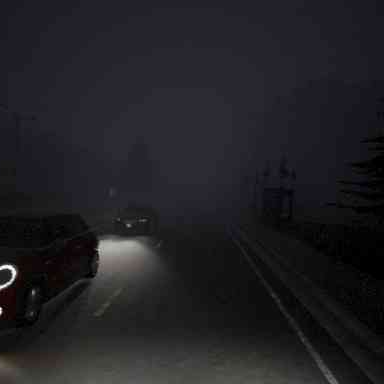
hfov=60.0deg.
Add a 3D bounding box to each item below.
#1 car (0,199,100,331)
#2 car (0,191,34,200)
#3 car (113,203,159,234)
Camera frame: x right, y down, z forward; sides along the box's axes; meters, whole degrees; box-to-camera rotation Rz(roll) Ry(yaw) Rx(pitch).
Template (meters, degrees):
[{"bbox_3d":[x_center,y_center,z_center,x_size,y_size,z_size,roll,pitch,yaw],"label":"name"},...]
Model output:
[{"bbox_3d":[-3.454,1.195,6.713,2.097,1.767,4.553,3,0,2],"label":"car"},{"bbox_3d":[-16.458,0.625,31.157,1.845,1.501,3.633,3,0,2],"label":"car"},{"bbox_3d":[-3.034,1.402,18.876,2.128,1.511,4.902,3,0,2],"label":"car"}]
